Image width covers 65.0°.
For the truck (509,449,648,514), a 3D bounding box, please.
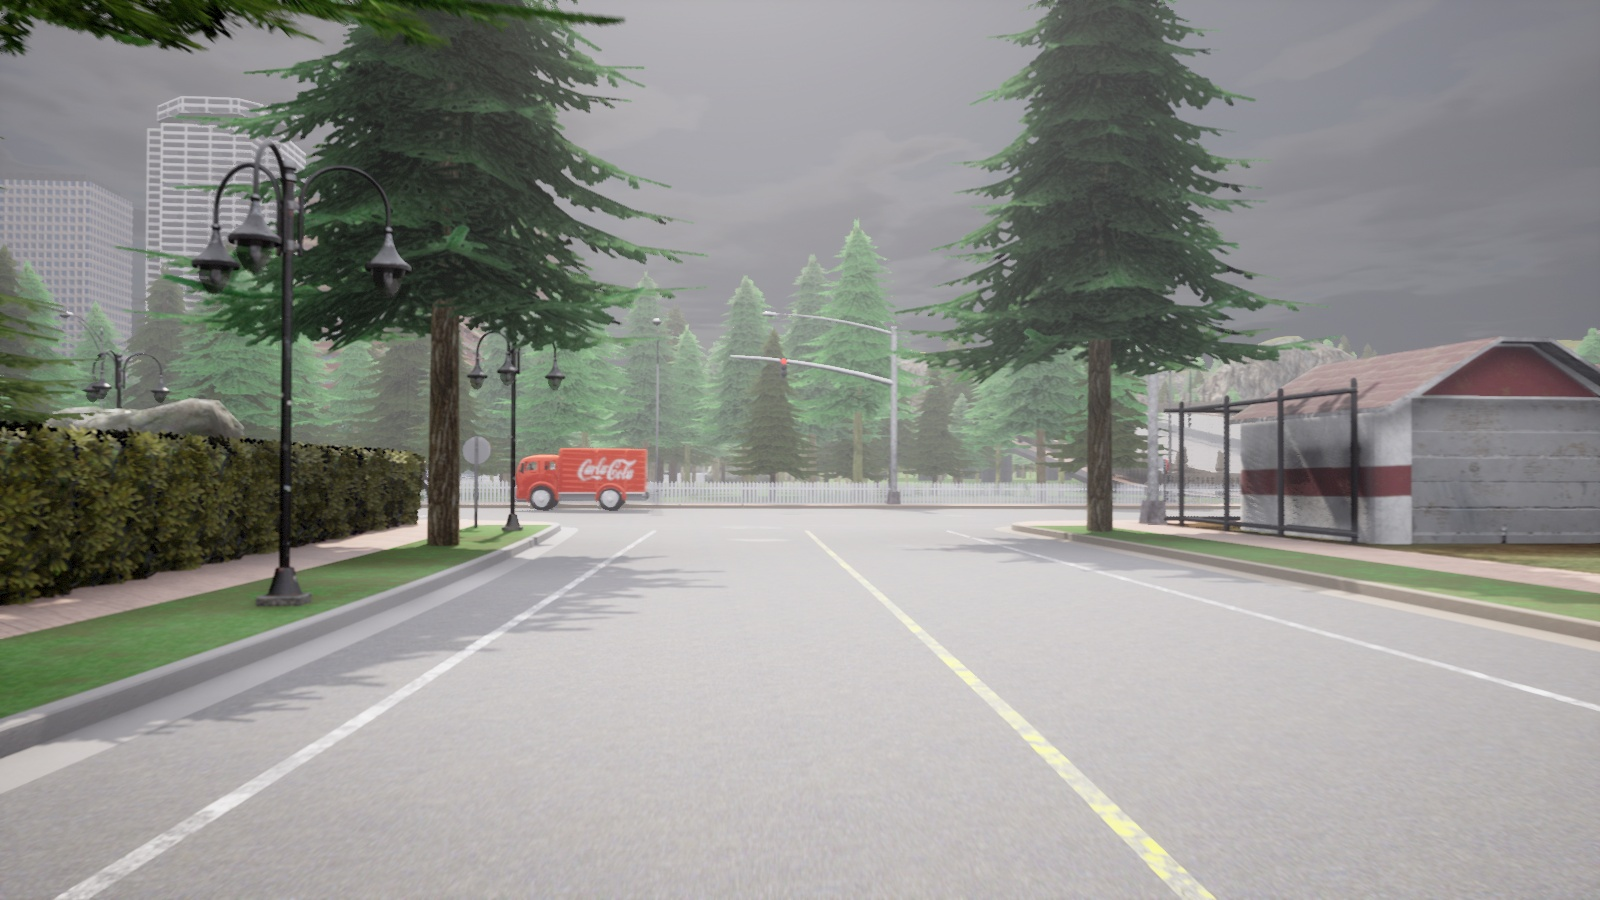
[{"bbox_3d":[-8.754,1.241,50.017,5.204,2.467,2.627,0,-1,-4],"label":"truck"}]
